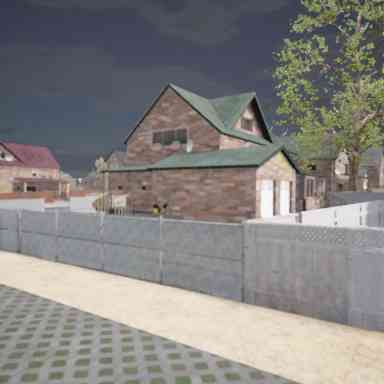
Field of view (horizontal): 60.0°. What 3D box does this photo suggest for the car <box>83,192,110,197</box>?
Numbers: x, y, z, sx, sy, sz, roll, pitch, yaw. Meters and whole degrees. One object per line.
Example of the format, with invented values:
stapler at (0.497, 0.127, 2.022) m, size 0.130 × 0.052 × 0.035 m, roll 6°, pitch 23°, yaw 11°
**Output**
car at (-11.317, 0.788, 38.309) m, size 1.882 × 1.535 × 5.008 m, roll 1°, pitch 2°, yaw 35°
